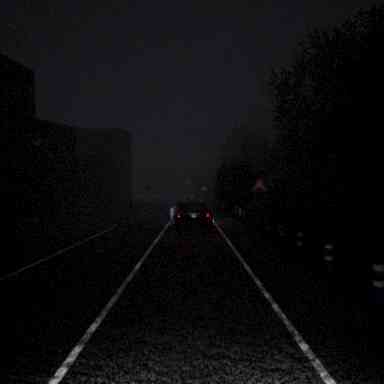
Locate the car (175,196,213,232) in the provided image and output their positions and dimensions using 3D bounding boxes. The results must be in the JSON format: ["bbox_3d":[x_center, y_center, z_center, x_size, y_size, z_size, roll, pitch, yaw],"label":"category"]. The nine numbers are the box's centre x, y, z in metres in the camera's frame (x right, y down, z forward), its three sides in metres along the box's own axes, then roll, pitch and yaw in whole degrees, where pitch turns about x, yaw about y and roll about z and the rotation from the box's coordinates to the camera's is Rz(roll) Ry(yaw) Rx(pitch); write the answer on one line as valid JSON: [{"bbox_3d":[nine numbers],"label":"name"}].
[{"bbox_3d":[0.098,1.308,20.017,2.097,1.767,4.553,0,0,0],"label":"car"}]

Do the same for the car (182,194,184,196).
[{"bbox_3d":[-0.296,1.088,70.964,2.097,1.767,4.553,-1,2,-7],"label":"car"}]

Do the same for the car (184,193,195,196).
[{"bbox_3d":[0.090,1.363,57.592,2.128,1.511,4.902,0,0,0],"label":"car"}]
